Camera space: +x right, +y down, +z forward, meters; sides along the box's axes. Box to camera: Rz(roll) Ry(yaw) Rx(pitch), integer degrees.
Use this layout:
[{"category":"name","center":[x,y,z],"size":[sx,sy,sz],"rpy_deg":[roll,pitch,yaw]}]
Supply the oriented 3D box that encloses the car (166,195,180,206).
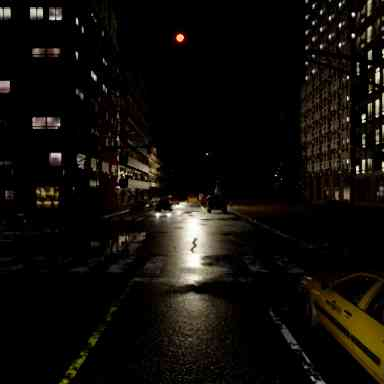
[{"category":"car","center":[-3.092,1.560,55.992],"size":[1.812,1.442,4.674],"rpy_deg":[0,0,0]}]

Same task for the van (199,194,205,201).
[{"category":"van","center":[2.682,1.439,91.614],"size":[1.690,1.788,3.998],"rpy_deg":[0,0,0]}]

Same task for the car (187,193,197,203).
[{"category":"car","center":[0.000,1.291,75.839],"size":[2.150,2.045,5.566],"rpy_deg":[0,0,0]}]

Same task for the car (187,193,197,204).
[{"category":"car","center":[0.098,1.527,65.363],"size":[1.882,1.535,5.008],"rpy_deg":[0,0,0]}]

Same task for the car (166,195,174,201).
[{"category":"car","center":[-5.697,1.611,85.918],"size":[1.752,1.417,4.829],"rpy_deg":[0,0,0]}]

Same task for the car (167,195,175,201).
[{"category":"car","center":[-5.697,1.642,91.614],"size":[1.887,1.381,4.507],"rpy_deg":[0,0,0]}]

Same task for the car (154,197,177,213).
[{"category":"car","center":[-3.101,1.560,37.850],"size":[2.033,1.411,5.357],"rpy_deg":[0,0,0]}]

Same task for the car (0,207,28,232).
[{"category":"car","center":[-12.942,1.673,20.769],"size":[4.902,1.511,2.128],"rpy_deg":[-1,0,-4]}]

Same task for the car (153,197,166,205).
[{"category":"car","center":[-5.696,1.582,58.454],"size":[1.887,1.381,4.507],"rpy_deg":[0,0,0]}]

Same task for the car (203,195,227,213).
[{"category":"car","center":[2.684,1.326,36.349],"size":[2.192,1.841,5.009],"rpy_deg":[0,0,0]}]

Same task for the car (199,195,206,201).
[{"category":"car","center":[2.684,1.612,86.258],"size":[1.752,1.417,4.829],"rpy_deg":[0,0,0]}]

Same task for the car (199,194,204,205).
[{"category":"car","center":[2.683,1.353,58.455],"size":[2.192,1.841,5.009],"rpy_deg":[0,0,0]}]

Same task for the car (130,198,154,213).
[{"category":"car","center":[-5.694,1.562,36.348],"size":[2.008,1.369,4.403],"rpy_deg":[0,0,0]}]

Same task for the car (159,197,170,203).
[{"category":"car","center":[-5.696,1.638,69.509],"size":[1.802,1.307,4.206],"rpy_deg":[0,0,0]}]

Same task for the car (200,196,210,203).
[{"category":"car","center":[2.684,1.600,69.509],"size":[1.887,1.381,4.507],"rpy_deg":[0,0,0]}]

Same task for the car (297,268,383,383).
[{"category":"car","center":[2.687,1.525,4.106],"size":[1.752,1.417,4.829],"rpy_deg":[0,0,0]}]

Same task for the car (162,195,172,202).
[{"category":"car","center":[-5.697,1.505,75.035],"size":[1.967,1.590,4.097],"rpy_deg":[0,0,0]}]

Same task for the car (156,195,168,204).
[{"category":"car","center":[-5.697,1.487,63.982],"size":[1.967,1.590,4.097],"rpy_deg":[0,0,0]}]

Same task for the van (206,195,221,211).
[{"category":"van","center":[2.684,1.357,41.875],"size":[1.690,1.788,3.998],"rpy_deg":[0,0,0]}]
